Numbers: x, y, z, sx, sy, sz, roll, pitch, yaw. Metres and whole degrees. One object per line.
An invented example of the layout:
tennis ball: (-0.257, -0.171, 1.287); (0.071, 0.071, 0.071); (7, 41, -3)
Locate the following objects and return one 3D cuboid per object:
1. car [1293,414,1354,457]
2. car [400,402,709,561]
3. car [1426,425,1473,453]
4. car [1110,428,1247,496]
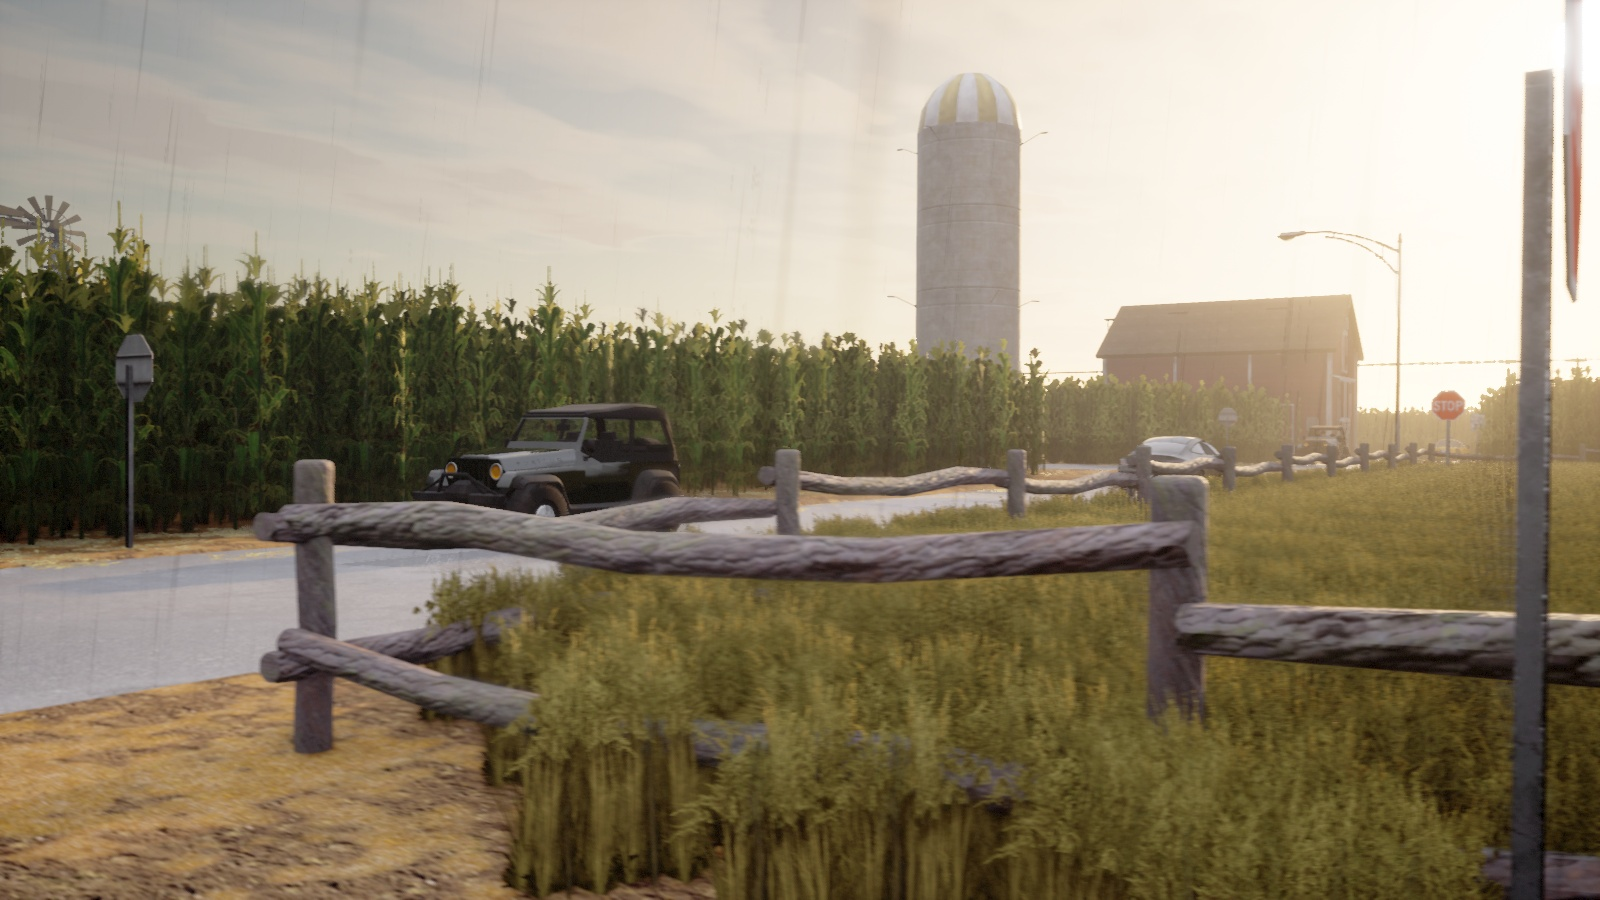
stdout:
car: (24.263, -0.662, 58.171); (1.905, 1.878, 3.866); (0, 0, 34)
car: (-3.193, 0.342, 17.016); (1.905, 1.878, 3.866); (0, 1, 34)
car: (37.481, -0.656, 72.395); (1.801, 1.575, 5.366); (0, 1, 34)
car: (9.044, 0.239, 29.773); (1.812, 1.442, 4.674); (0, 1, 34)
